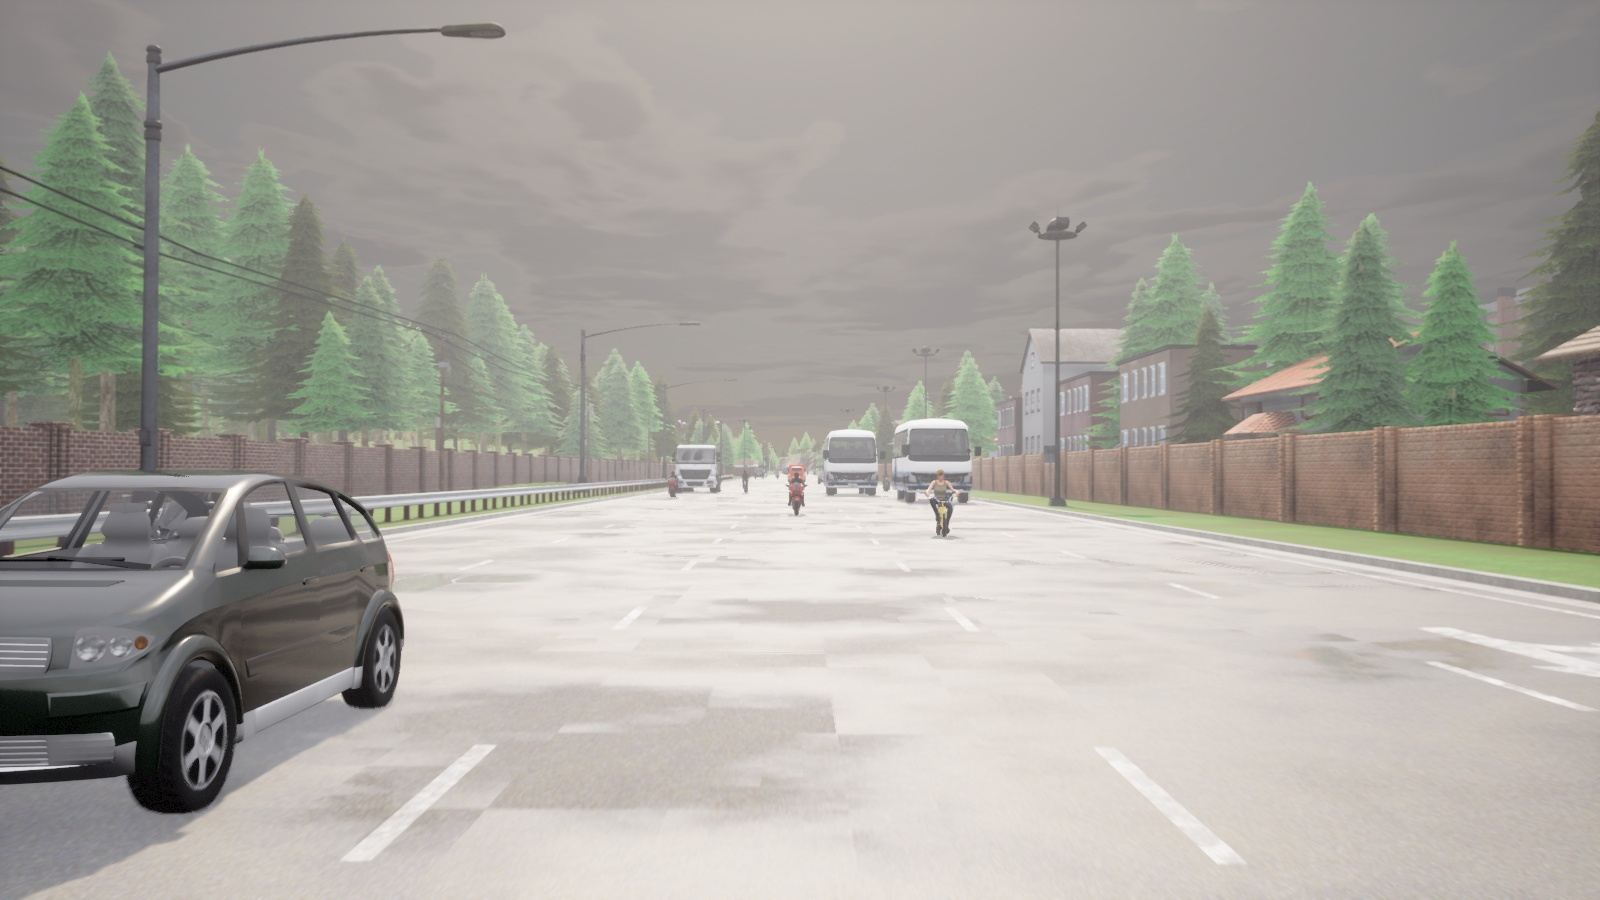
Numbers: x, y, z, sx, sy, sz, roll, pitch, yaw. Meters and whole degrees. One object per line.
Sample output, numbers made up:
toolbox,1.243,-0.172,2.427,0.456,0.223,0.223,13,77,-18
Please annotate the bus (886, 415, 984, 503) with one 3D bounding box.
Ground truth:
bus,6.833,0.507,65.518,3.944,4.253,10.273,0,-1,0

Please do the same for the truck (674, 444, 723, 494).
truck,-7.227,1.376,90.449,2.891,3.462,7.936,0,-1,0

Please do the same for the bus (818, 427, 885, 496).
bus,3.289,0.813,82.940,3.944,4.253,10.273,0,-1,0

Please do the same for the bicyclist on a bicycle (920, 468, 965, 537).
bicyclist on a bicycle,3.390,1.240,29.985,0.866,1.612,1.509,0,-1,-1

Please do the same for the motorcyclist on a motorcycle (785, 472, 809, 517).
motorcyclist on a motorcycle,-0.109,1.535,44.098,0.797,1.523,2.044,0,-1,0

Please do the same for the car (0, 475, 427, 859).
car,-3.518,0.924,6.979,1.789,1.549,3.705,0,-1,0
